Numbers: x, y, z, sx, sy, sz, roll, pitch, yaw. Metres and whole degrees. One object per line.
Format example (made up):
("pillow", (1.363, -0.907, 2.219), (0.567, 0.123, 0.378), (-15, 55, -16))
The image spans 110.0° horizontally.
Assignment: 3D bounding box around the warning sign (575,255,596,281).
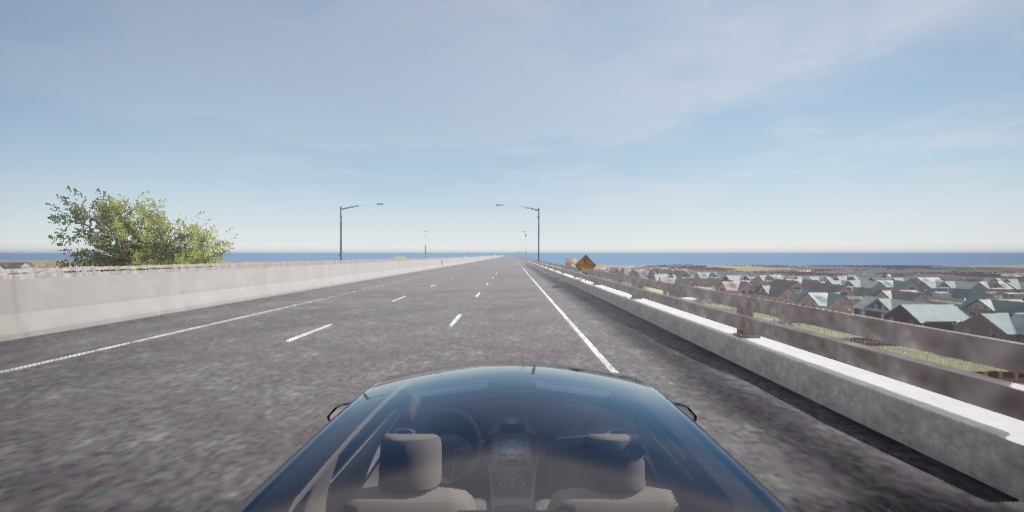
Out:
("warning sign", (4.550, 0.857, 22.249), (1.300, 1.860, 1.060), (0, 0, 0))
